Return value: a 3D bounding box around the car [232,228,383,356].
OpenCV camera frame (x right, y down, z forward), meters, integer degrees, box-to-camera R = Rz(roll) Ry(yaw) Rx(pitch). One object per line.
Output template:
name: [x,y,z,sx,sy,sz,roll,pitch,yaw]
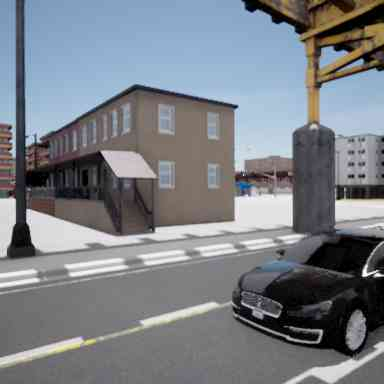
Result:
car: [2.888,1.476,6.113,4.892,1.490,1.837,0,0,-36]
